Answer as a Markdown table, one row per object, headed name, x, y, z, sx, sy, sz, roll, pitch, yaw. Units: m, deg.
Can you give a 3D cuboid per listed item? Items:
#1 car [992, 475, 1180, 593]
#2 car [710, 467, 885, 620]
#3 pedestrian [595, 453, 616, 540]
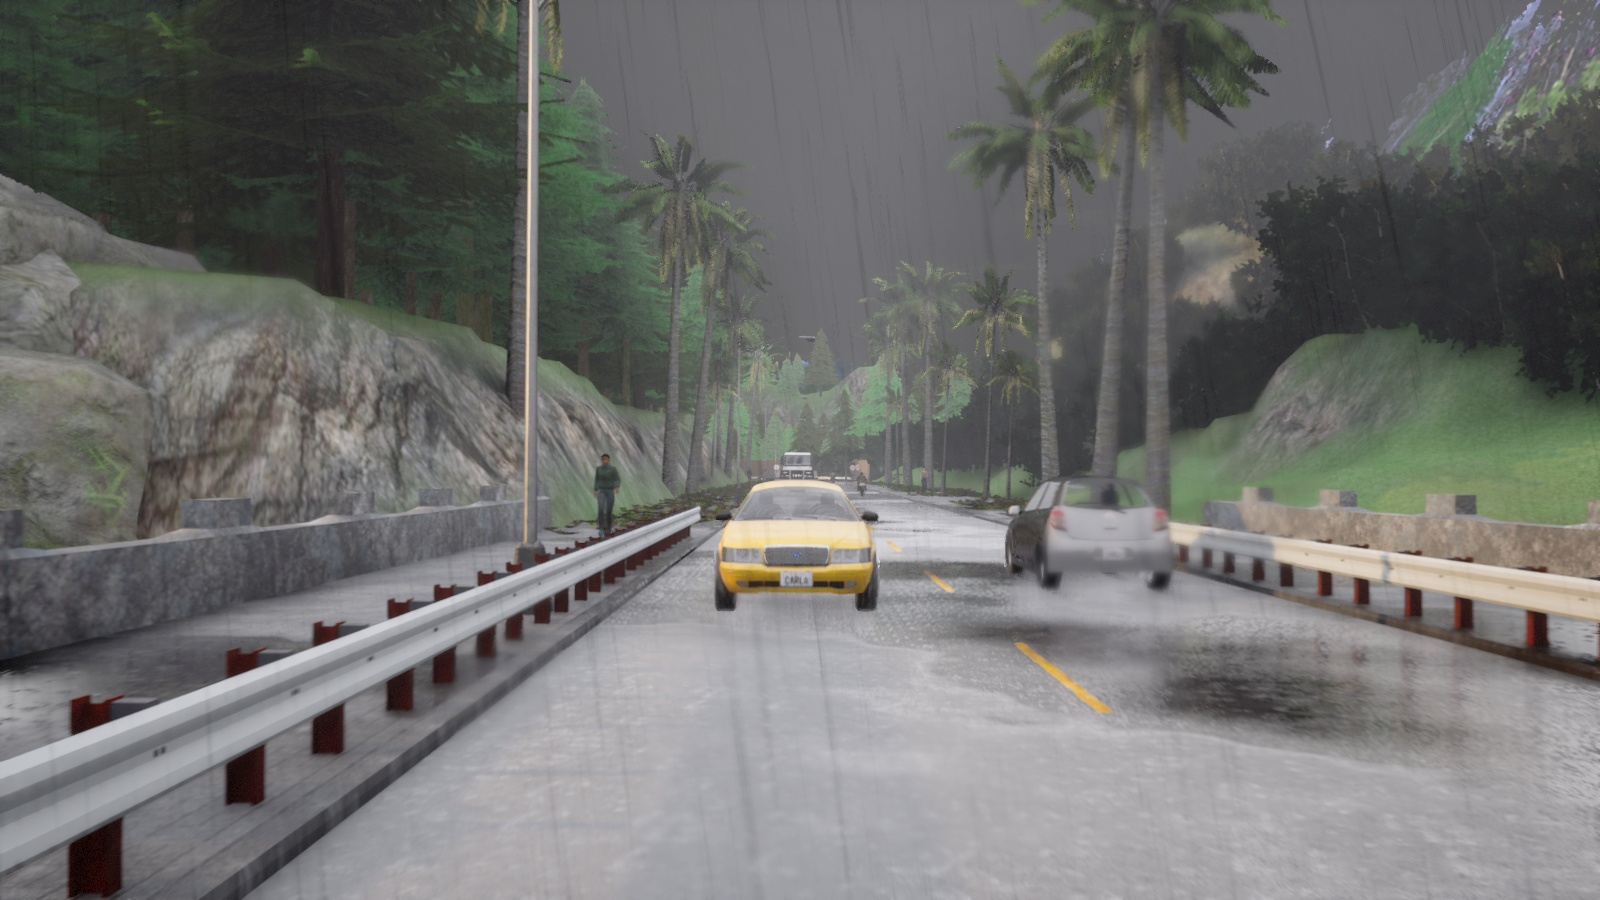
| name | x | y | z | sx | sy | sz | roll | pitch | yaw |
| --- | --- | --- | --- | --- | --- | --- | --- | --- | --- |
| car | 3.962 | 1.114 | 18.011 | 1.845 | 1.501 | 3.633 | 0 | -1 | 0 |
| car | -0.033 | 1.018 | 15.677 | 1.801 | 1.575 | 5.366 | 0 | -1 | 0 |
| pedestrian | -4.155 | 0.991 | 26.872 | 0.353 | 1.847 | 0.614 | 0 | -1 | 0 |
